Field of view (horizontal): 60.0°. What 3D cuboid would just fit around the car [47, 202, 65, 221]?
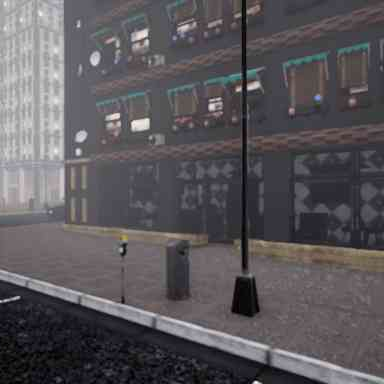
[{"bbox_3d":[-7.971,1.280,23.304,1.947,1.339,4.313,1,1,35],"label":"car"}]
